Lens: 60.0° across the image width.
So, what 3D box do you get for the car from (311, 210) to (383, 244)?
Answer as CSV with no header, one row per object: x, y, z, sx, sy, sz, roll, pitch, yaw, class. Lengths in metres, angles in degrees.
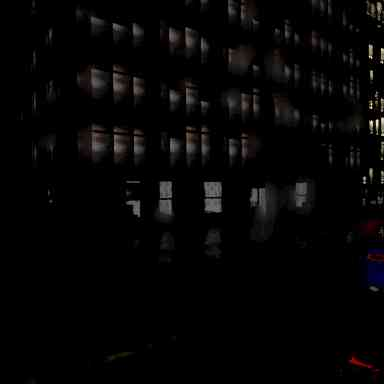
7.474,1.542,15.764,4.507,1.381,1.887,0,-1,-35,car

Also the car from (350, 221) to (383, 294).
5.875,1.476,7.502,5.008,1.535,1.882,0,0,-35,car
